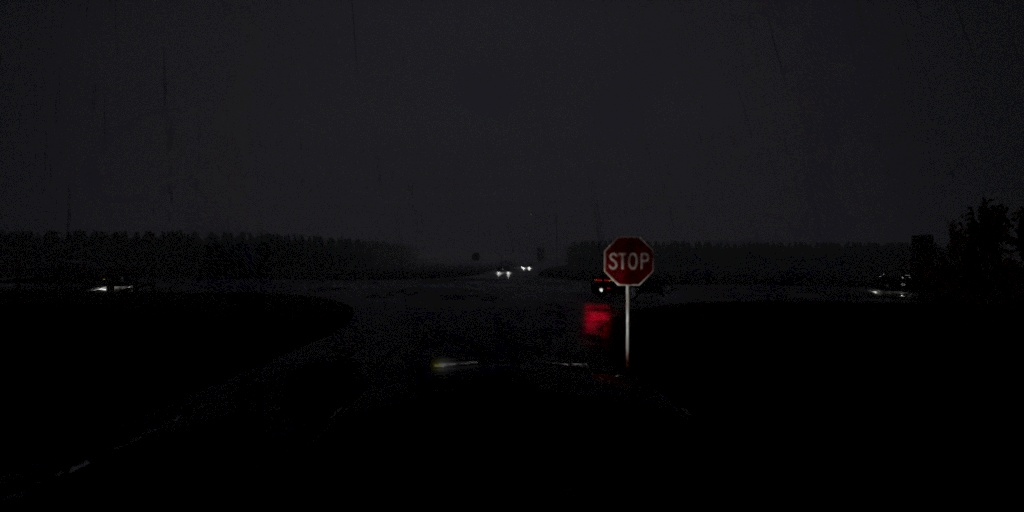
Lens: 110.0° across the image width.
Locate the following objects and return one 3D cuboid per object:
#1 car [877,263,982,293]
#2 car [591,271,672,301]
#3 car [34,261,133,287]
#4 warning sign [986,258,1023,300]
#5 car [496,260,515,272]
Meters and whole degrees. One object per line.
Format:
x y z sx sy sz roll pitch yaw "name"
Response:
25.541 1.265 22.046 4.553 1.767 2.097 0 0 6 "car"
5.986 1.284 17.679 4.892 1.490 1.837 0 -2 -37 "car"
-26.349 1.065 22.100 4.892 1.490 1.837 0 0 3 "car"
21.214 0.989 15.317 1.060 1.860 1.300 0 0 6 "warning sign"
-0.788 1.294 47.344 2.033 1.411 5.357 0 0 8 "car"
